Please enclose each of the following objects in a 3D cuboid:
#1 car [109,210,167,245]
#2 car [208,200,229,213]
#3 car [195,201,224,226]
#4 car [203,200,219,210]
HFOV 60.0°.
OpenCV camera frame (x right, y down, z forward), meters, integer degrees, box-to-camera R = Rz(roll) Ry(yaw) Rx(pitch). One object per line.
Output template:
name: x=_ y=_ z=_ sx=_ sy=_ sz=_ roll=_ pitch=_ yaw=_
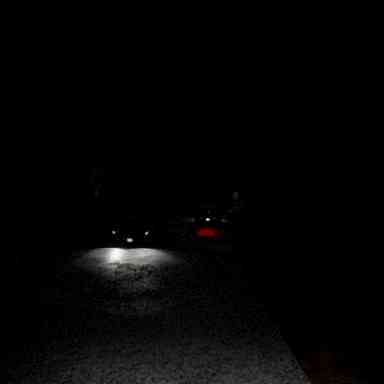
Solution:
car: x=-2.361 y=1.581 z=16.115 sx=2.033 sy=1.411 sz=5.357 roll=0 pitch=0 yaw=4
car: x=3.542 y=1.874 z=42.289 sx=2.128 sy=1.511 sz=4.902 roll=0 pitch=-1 yaw=9
car: x=1.263 y=1.616 z=24.458 sx=1.837 sy=1.490 sz=4.892 roll=0 pitch=-1 yaw=5
car: x=3.260 y=2.128 z=56.406 sx=1.882 sy=1.535 sz=5.008 roll=1 pitch=-1 yaw=13
